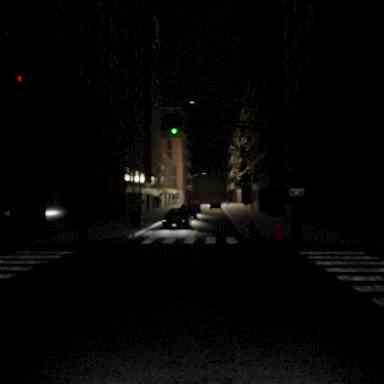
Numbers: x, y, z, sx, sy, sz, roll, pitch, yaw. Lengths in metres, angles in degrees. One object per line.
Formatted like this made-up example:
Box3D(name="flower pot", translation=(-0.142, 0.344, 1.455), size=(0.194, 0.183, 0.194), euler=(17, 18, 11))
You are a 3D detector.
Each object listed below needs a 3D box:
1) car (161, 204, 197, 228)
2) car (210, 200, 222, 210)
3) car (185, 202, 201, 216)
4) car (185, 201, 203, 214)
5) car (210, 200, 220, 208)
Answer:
Box3D(name="car", translation=(-1.036, 1.884, 25.184), size=(2.033, 1.411, 5.357), euler=(-1, -1, 4))
Box3D(name="car", translation=(3.853, 2.123, 54.573), size=(1.882, 1.535, 5.008), euler=(-1, -1, 4))
Box3D(name="car", translation=(-0.386, 1.944, 34.984), size=(2.128, 1.511, 4.902), euler=(-1, -1, 4))
Box3D(name="car", translation=(0.284, 2.063, 45.162), size=(2.128, 1.511, 4.902), euler=(-1, -1, 4))
Box3D(name="car", translation=(4.524, 2.286, 64.693), size=(1.812, 1.442, 4.674), euler=(-1, -1, 4))
